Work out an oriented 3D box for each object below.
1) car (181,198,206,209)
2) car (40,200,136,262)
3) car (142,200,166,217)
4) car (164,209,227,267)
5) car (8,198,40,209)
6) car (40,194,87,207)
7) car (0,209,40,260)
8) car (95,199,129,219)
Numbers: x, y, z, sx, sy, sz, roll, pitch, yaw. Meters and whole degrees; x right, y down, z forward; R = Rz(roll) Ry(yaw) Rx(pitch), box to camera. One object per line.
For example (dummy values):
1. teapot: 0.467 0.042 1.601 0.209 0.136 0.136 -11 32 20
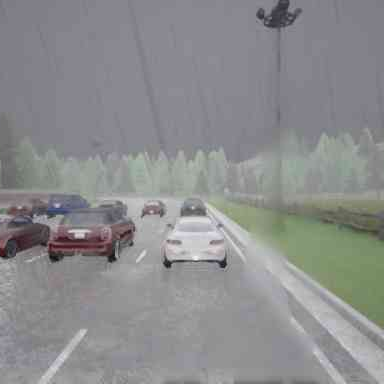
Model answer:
1. car: 0.097 1.300 28.900 2.097 1.767 4.553 0 0 0
2. car: -3.400 1.330 12.192 2.097 1.767 4.553 0 0 0
3. car: -3.403 1.472 30.257 1.812 1.442 4.674 0 0 0
4. car: 0.100 1.506 11.208 1.812 1.442 4.674 0 0 0
5. car: -13.902 1.301 28.906 2.097 1.767 4.553 0 0 0
6. car: -10.403 1.173 28.343 2.150 2.045 5.566 0 0 0
7. car: -6.902 1.542 12.426 1.994 1.385 4.181 0 0 0
8. car: -6.903 1.454 29.236 1.837 1.490 4.892 0 0 0
